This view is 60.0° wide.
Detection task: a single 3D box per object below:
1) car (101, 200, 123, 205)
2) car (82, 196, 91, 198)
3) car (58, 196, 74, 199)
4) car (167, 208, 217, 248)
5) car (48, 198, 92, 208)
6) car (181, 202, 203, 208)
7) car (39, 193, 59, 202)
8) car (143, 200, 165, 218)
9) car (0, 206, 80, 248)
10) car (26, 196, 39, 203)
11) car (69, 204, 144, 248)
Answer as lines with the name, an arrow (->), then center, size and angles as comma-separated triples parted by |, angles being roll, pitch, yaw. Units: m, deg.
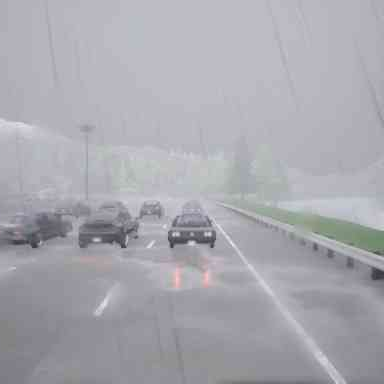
car -> -7.000, 1.514, 29.650 | 1.837, 1.490, 4.892 | 0, 0, 0
car -> -22.598, 1.553, 71.008 | 1.895, 1.301, 4.718 | 0, 0, -8
car -> -26.049, 1.501, 70.431 | 2.033, 1.411, 5.357 | 0, 0, -8
car -> 0.000, 1.613, 14.680 | 1.895, 1.301, 4.718 | 0, 0, 0
car -> -10.500, 1.560, 29.650 | 2.033, 1.411, 5.357 | 0, 0, 0
car -> 0.000, 1.561, 29.650 | 2.033, 1.411, 5.357 | 0, 0, 0
car -> -29.492, 1.189, 69.794 | 2.150, 2.045, 5.566 | 0, 0, -8
car -> -3.500, 1.492, 29.650 | 2.128, 1.511, 4.902 | 0, 0, 0
car -> -7.000, 1.560, 14.650 | 2.033, 1.411, 5.357 | 0, 0, 0
car -> -32.943, 1.520, 69.217 | 1.994, 1.385, 4.181 | 0, 0, -8
car -> -3.500, 1.513, 14.650 | 1.837, 1.490, 4.892 | 0, 0, 0
